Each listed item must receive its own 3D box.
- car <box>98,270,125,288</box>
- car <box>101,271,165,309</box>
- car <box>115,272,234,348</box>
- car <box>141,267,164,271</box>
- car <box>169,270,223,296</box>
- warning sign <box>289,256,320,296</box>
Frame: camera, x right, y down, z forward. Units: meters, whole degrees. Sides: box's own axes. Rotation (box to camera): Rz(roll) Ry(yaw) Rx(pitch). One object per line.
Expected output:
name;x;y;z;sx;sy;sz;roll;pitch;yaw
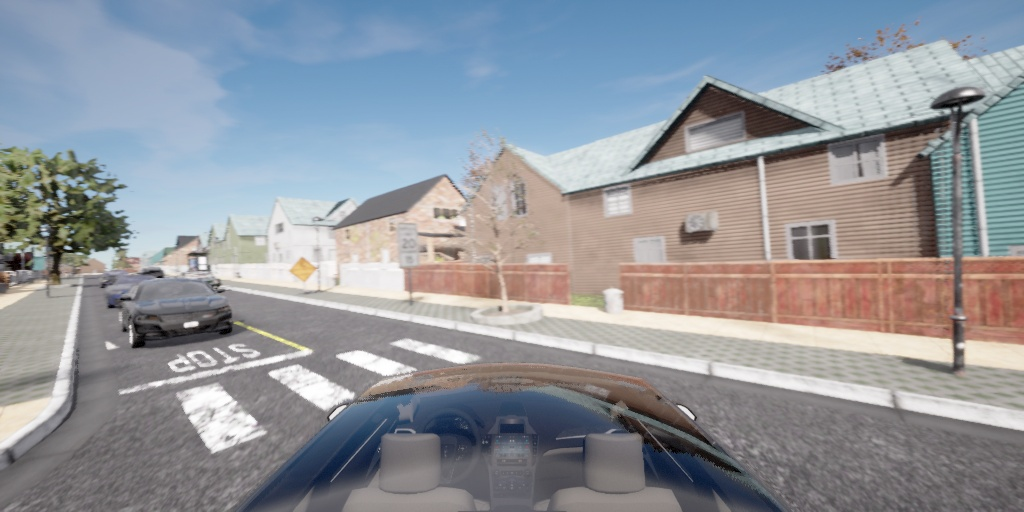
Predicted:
car;-33.746;1.920;30.518;5.357;1.411;2.033;-1;1;40
car;-17.883;1.613;17.108;4.181;1.385;1.994;-1;1;40
car;-9.459;1.368;10.035;5.008;1.535;1.882;-1;1;40
car;-38.313;1.947;38.097;4.892;1.490;1.837;-1;1;40
car;-20.374;1.659;23.057;4.718;1.301;1.895;-1;1;40
warning sign;-10.160;0.941;17.644;1.060;1.860;1.300;0;0;40
